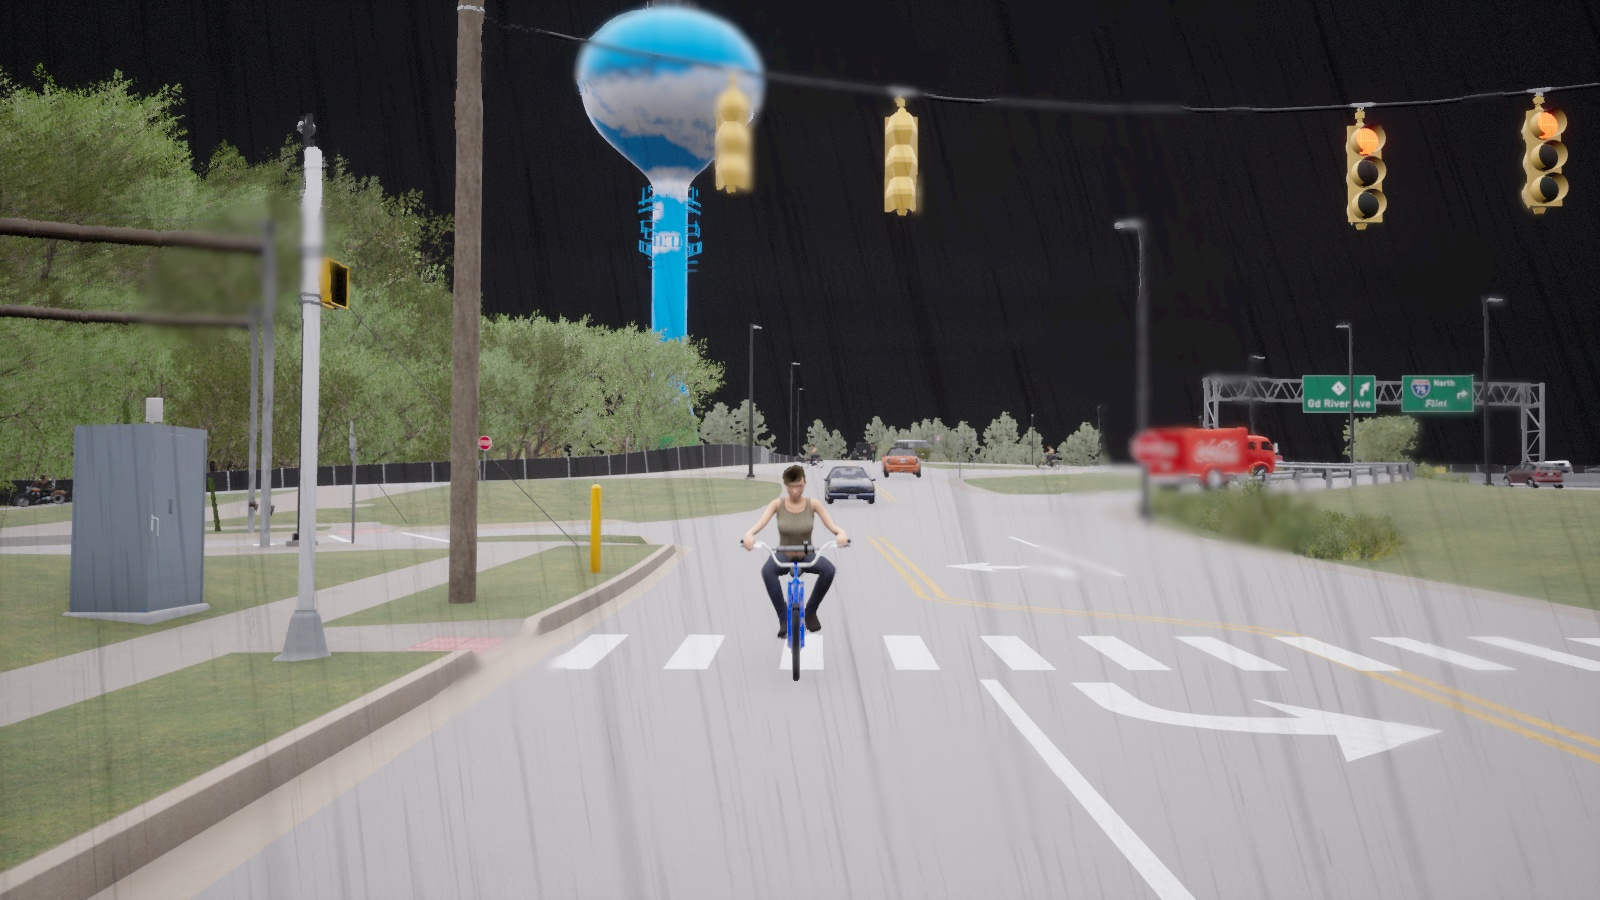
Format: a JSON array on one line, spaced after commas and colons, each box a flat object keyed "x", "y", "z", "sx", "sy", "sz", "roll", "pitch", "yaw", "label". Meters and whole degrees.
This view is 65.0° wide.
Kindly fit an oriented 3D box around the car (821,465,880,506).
[{"x": 1.923, "y": 1.339, "z": 49.293, "sx": 2.033, "sy": 1.411, "sz": 5.357, "roll": 0, "pitch": 1, "yaw": -1, "label": "car"}]

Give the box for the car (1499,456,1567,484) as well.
[{"x": 42.441, "y": 1.163, "z": 72.834, "sx": 1.789, "sy": 1.549, "sz": 3.705, "roll": 0, "pitch": -1, "yaw": 1, "label": "car"}]

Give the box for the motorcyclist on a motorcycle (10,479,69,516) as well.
[{"x": -38.935, "y": 2.414, "z": 64.300, "sx": 0.766, "sy": 1.649, "sz": 2.350, "roll": -2, "pitch": 2, "yaw": 42, "label": "motorcyclist on a motorcycle"}]

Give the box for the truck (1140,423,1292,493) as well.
[{"x": 16.139, "y": 0.300, "z": 48.695, "sx": 5.204, "sy": 2.467, "sz": 2.627, "roll": -2, "pitch": 0, "yaw": -29, "label": "truck"}]

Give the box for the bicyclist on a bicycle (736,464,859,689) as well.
[{"x": -0.019, "y": 0.923, "z": 9.820, "sx": 0.866, "sy": 1.612, "sz": 1.509, "roll": -1, "pitch": -1, "yaw": 0, "label": "bicyclist on a bicycle"}]

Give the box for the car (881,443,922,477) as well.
[{"x": 5.843, "y": 0.560, "z": 72.940, "sx": 2.097, "sy": 1.767, "sz": 4.553, "roll": 0, "pitch": 2, "yaw": 1, "label": "car"}]
